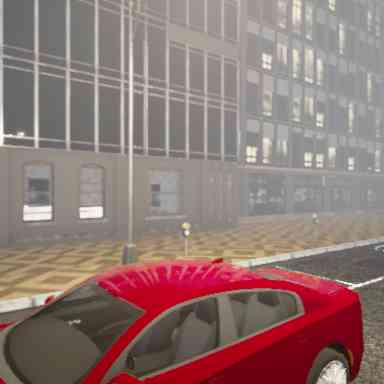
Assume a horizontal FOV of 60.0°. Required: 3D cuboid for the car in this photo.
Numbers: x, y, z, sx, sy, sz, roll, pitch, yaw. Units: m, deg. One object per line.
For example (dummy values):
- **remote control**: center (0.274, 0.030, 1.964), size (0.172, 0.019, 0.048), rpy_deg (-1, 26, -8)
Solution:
- **car**: center (-0.379, 1.476, 3.108), size (5.008, 1.535, 1.882), rpy_deg (0, 0, -35)
